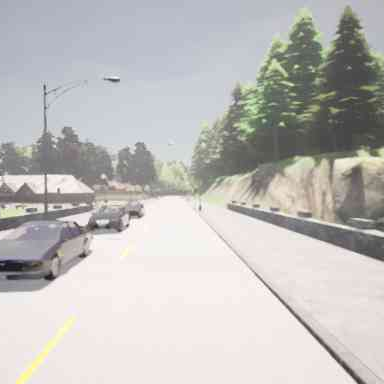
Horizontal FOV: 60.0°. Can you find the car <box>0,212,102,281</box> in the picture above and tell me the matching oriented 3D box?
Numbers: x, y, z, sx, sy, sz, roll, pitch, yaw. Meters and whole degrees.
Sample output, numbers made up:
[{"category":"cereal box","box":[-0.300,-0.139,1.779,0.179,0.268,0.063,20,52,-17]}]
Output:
[{"category":"car","box":[-4.509,1.594,10.279,2.033,1.411,5.357,-1,0,-3]}]

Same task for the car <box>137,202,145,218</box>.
[{"category":"car","box":[-5.396,1.607,30.795,2.033,1.411,5.357,-1,0,-2]}]

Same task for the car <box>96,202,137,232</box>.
[{"category":"car","box":[-4.955,1.544,20.417,2.128,1.511,4.902,-1,0,-2]}]
